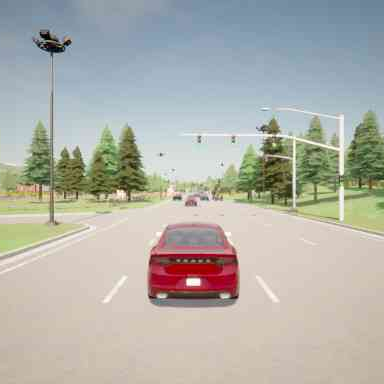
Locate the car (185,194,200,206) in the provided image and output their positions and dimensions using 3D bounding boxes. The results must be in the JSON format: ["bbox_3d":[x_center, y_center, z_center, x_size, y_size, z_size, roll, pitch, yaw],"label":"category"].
[{"bbox_3d":[-0.147,1.525,53.098,1.812,1.442,4.674,0,0,0],"label":"car"}]

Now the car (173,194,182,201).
[{"bbox_3d":[-3.733,1.469,83.702,1.882,1.535,5.008,0,0,0],"label":"car"}]

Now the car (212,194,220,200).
[{"bbox_3d":[6.738,1.372,94.151,2.033,1.411,5.357,0,0,0],"label":"car"}]

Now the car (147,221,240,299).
[{"bbox_3d":[0.040,1.478,8.496,1.882,1.535,5.008,0,0,0],"label":"car"}]

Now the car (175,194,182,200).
[{"bbox_3d":[-3.762,1.310,94.121,1.882,1.535,5.008,0,0,0],"label":"car"}]

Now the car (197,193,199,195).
[{"bbox_3d":[3.238,1.357,94.141,2.128,1.511,4.902,0,0,0],"label":"car"}]

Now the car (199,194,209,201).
[{"bbox_3d":[3.266,1.516,84.138,1.812,1.442,4.674,0,0,0],"label":"car"}]

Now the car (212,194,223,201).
[{"bbox_3d":[6.767,1.516,83.731,2.128,1.511,4.902,0,0,0],"label":"car"}]
